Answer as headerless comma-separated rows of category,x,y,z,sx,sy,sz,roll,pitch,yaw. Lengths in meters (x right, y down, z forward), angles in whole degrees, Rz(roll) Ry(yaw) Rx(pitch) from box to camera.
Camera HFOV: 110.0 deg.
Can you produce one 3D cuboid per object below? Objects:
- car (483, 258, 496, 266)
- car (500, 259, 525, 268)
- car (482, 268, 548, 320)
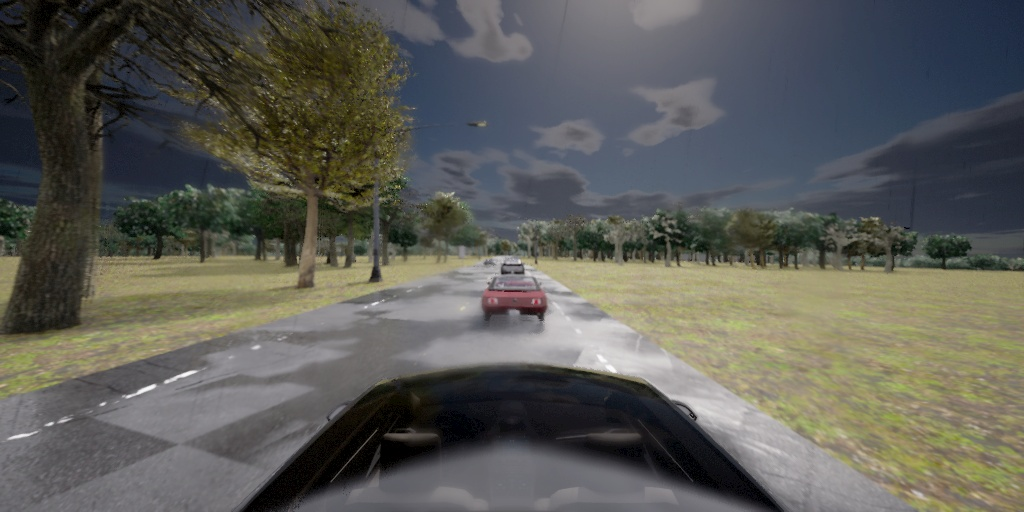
car,-3.659,0.989,59.013,1.895,1.301,4.718,1,0,0
car,0.046,0.991,29.022,2.128,1.511,4.902,0,0,0
car,0.082,1.274,12.195,1.895,1.301,4.718,1,1,0
